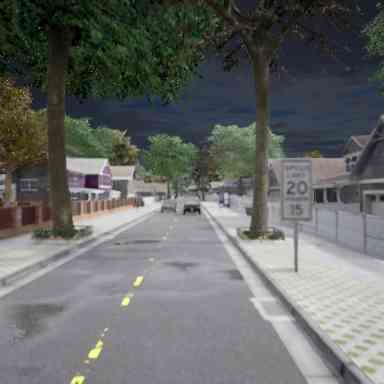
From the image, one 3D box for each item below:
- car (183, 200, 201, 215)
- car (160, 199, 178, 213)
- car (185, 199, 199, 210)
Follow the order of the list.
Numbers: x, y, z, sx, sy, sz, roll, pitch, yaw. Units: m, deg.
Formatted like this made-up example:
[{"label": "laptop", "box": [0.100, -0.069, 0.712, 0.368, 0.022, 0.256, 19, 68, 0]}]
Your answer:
[{"label": "car", "box": [0.002, 1.635, 36.312, 1.882, 1.535, 5.008, 0, 0, 0]}, {"label": "car", "box": [-2.748, 1.681, 40.371, 1.837, 1.490, 4.892, 0, 0, 0]}, {"label": "car", "box": [0.020, 1.774, 48.114, 1.994, 1.385, 4.181, 0, 0, 0]}]
